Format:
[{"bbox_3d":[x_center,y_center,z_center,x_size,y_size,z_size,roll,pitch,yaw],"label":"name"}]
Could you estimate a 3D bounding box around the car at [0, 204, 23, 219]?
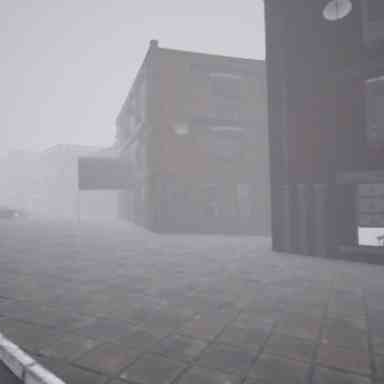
[{"bbox_3d":[-18.166,1.807,30.721,2.231,1.521,4.892,-1,-1,30],"label":"car"}]
